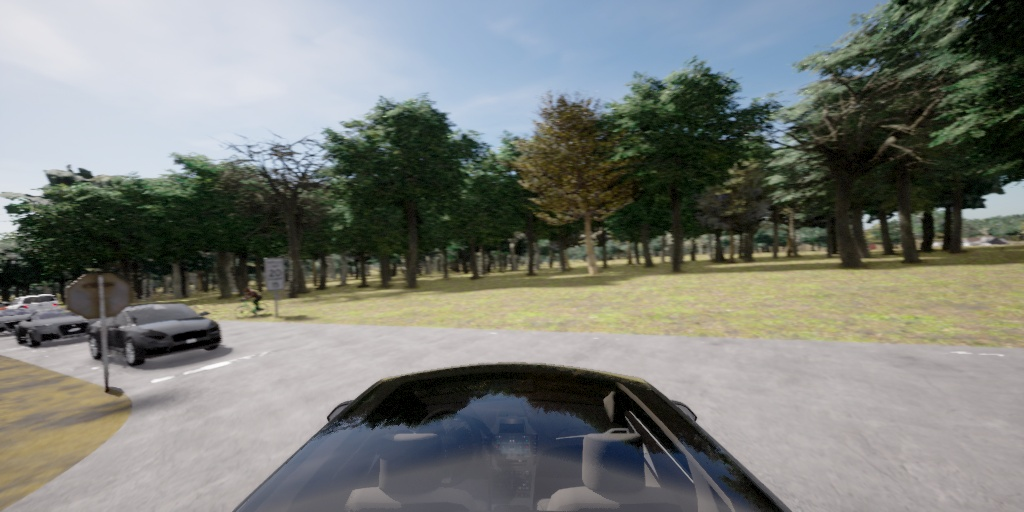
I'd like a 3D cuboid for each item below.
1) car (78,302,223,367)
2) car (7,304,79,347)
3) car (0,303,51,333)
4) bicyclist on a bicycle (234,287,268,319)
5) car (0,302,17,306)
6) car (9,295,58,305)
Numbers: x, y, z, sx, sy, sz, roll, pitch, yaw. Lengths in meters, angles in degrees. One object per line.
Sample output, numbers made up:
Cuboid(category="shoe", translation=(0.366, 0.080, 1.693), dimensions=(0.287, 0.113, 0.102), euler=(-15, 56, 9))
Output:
Cuboid(category="car", translation=(-10.658, 2.176, 10.673), dimensions=(4.892, 1.490, 1.837), euler=(-5, -1, 28))
Cuboid(category="car", translation=(-19.419, 2.942, 15.419), dimensions=(4.181, 1.385, 1.994), euler=(-5, -1, 29))
Cuboid(category="car", translation=(-28.218, 3.667, 20.194), dimensions=(4.181, 1.385, 1.994), euler=(-5, -1, 28))
Cuboid(category="bicyclist on a bicycle", translation=(-14.004, 2.480, 19.274), dimensions=(0.582, 1.620, 1.656), euler=(-4, -1, 28))
Cuboid(category="car", translation=(-37.024, 4.325, 25.005), dimensions=(4.902, 1.511, 2.128), euler=(-5, -1, 29))
Cuboid(category="car", translation=(-39.996, 4.339, 29.905), dimensions=(5.566, 2.045, 2.150), euler=(-5, -1, 28))
